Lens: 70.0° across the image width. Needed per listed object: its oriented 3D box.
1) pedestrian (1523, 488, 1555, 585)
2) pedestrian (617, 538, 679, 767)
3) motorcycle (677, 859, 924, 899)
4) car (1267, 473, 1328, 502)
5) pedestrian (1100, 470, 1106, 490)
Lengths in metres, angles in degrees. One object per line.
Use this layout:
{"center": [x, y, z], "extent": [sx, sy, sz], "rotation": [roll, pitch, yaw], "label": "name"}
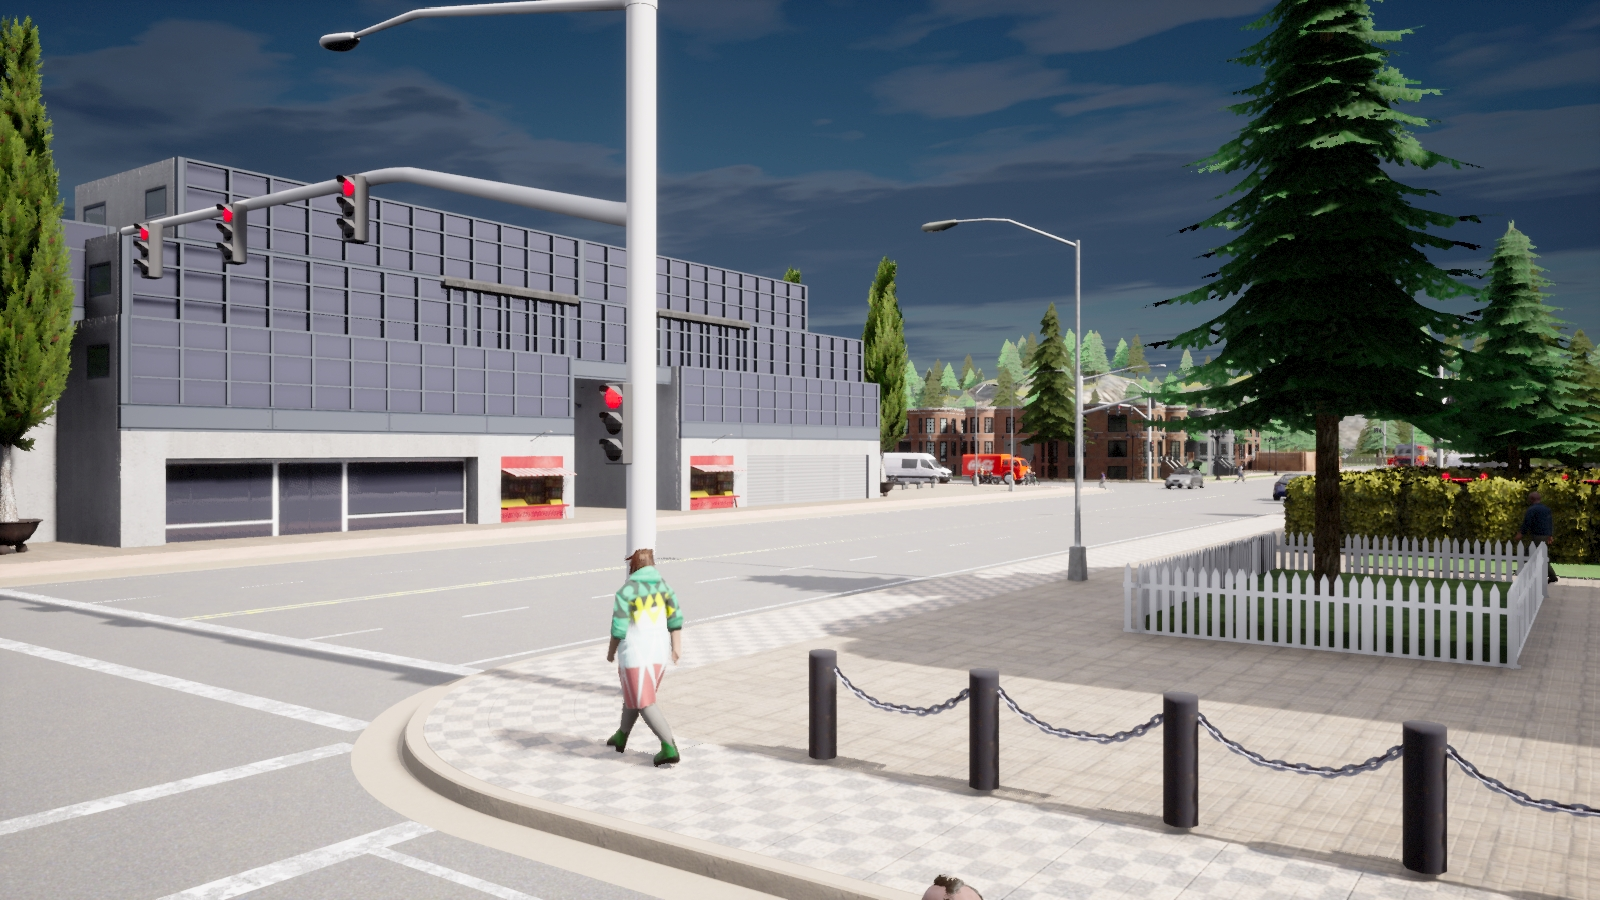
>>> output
{"center": [14.495, 1.687, 22.424], "extent": [0.375, 1.860, 0.375], "rotation": [0, 0, -20], "label": "pedestrian"}
{"center": [-1.296, 1.697, 9.731], "extent": [0.375, 1.860, 0.375], "rotation": [0, 0, -44], "label": "pedestrian"}
{"center": [0.509, 2.205, 3.428], "extent": [2.209, 1.251, 0.867], "rotation": [0, 0, 35], "label": "motorcycle"}
{"center": [27.765, 2.063, 63.661], "extent": [2.163, 1.488, 4.792], "rotation": [0, 0, 35], "label": "car"}
{"center": [20.168, 1.976, 75.949], "extent": [0.375, 1.300, 0.375], "rotation": [0, 0, 15], "label": "pedestrian"}
